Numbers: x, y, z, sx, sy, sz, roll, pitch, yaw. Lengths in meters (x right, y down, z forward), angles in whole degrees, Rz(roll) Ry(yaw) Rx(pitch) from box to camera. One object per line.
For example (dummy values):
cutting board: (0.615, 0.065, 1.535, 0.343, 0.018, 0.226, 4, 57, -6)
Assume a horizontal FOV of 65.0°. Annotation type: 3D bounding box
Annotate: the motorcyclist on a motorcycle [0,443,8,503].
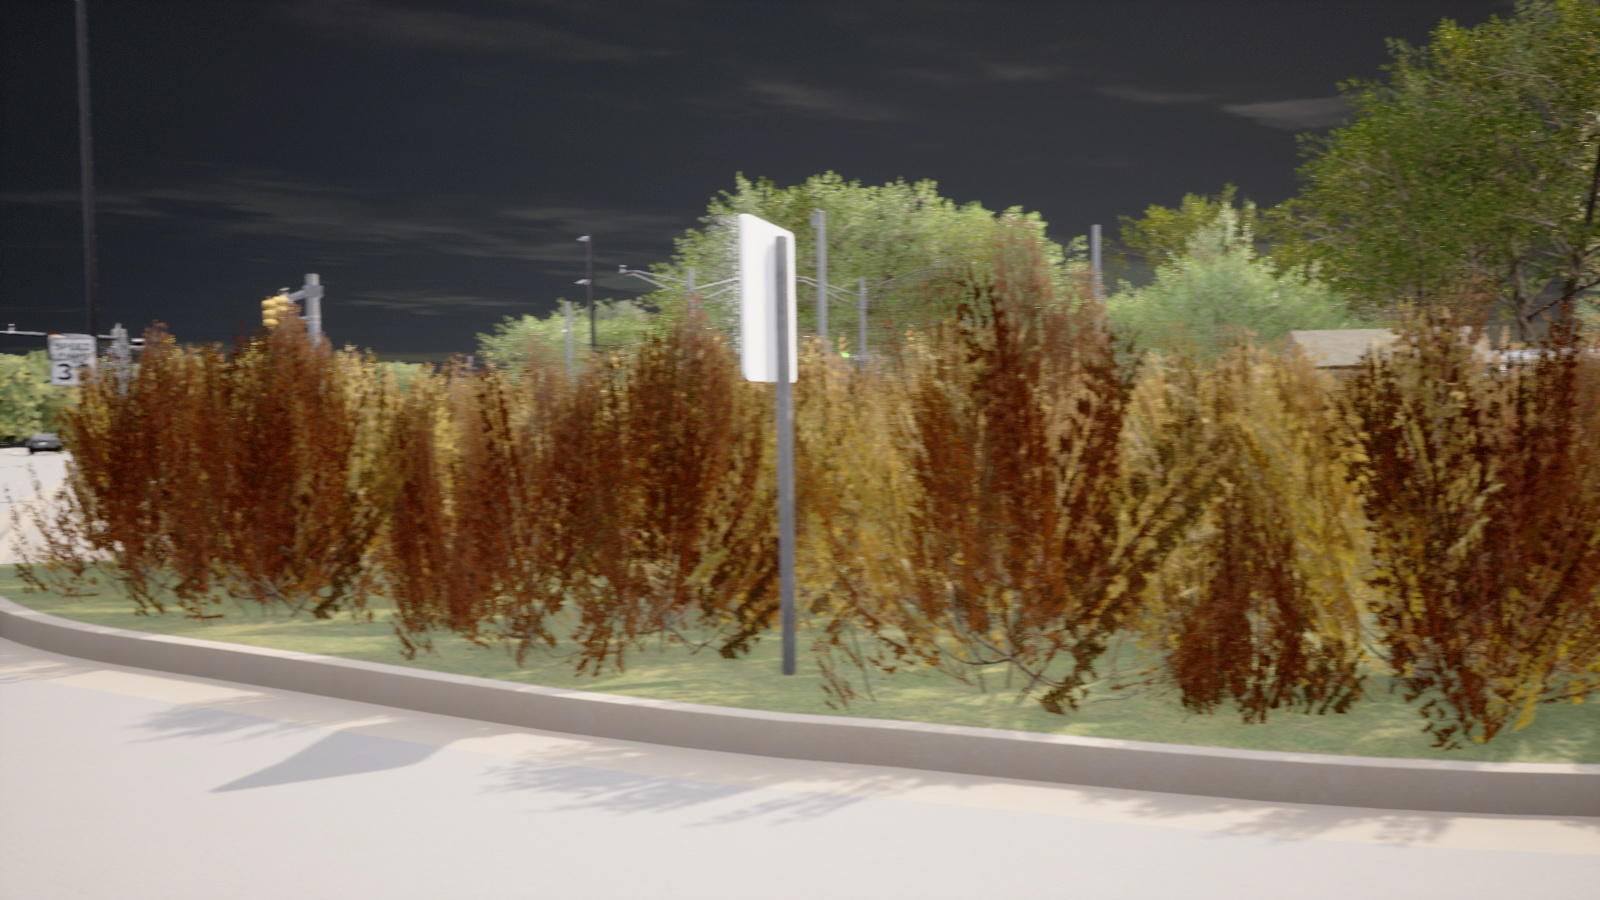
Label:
motorcyclist on a motorcycle: (-20.823, 0.595, 31.946, 0.866, 1.530, 2.191, -3, 0, -27)
